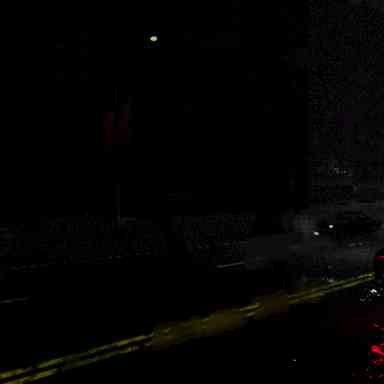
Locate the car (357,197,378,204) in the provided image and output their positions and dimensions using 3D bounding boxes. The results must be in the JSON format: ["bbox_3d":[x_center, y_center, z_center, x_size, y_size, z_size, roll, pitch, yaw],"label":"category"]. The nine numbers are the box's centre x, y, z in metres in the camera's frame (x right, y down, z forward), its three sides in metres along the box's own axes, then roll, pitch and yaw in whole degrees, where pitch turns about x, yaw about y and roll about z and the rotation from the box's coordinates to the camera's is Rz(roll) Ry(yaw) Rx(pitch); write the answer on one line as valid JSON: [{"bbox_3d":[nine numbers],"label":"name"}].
[{"bbox_3d":[37.177,1.804,70.553,1.802,1.307,4.206,0,0,-35],"label":"car"}]

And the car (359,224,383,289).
[{"bbox_3d":[6.184,1.550,7.858,4.892,1.490,1.837,0,0,-35],"label":"car"}]

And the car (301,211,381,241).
[{"bbox_3d":[7.745,1.676,17.197,4.718,1.301,1.895,0,0,-35],"label":"car"}]
